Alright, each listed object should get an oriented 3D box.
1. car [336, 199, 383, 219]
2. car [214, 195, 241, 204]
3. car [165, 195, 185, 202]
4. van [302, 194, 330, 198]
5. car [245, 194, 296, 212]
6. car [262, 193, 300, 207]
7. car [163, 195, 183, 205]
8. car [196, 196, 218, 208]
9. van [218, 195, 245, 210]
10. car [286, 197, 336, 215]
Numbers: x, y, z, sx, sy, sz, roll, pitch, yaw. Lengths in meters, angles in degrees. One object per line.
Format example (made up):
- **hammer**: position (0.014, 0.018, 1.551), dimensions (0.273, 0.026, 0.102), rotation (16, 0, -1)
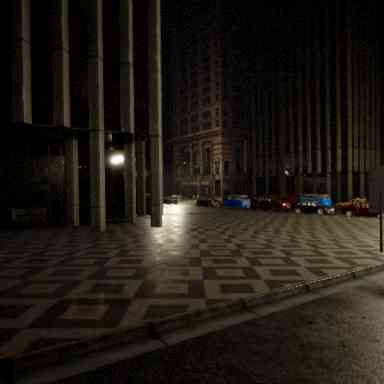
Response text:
- **car**: position (15.331, 1.567, 28.892), dimensions (1.887, 1.381, 4.507), rotation (-1, 1, -36)
- **car**: position (6.011, 1.297, 56.419), dimensions (1.752, 1.417, 4.829), rotation (-1, 1, -36)
- **car**: position (-3.576, 1.258, 69.731), dimensions (2.008, 1.369, 4.403), rotation (-1, 1, -36)
- **van**: position (15.795, 1.179, 42.830), dimensions (1.690, 1.788, 3.998), rotation (-1, 1, -36)
- **car**: position (8.868, 1.290, 37.855), dimensions (2.192, 1.841, 5.009), rotation (-1, 1, -36)
- **car**: position (12.566, 1.130, 47.313), dimensions (2.192, 1.841, 5.009), rotation (-1, 1, -36)
- **car**: position (-4.054, 1.439, 55.786), dimensions (2.008, 1.369, 4.403), rotation (-1, 1, -36)
- **car**: position (2.407, 1.372, 46.820), dimensions (1.967, 1.590, 4.097), rotation (-1, 1, -36)
- **van**: position (5.636, 1.294, 42.338), dimensions (1.690, 1.788, 3.998), rotation (-1, 1, -36)
- **car**: position (12.100, 1.549, 33.375), dimensions (2.008, 1.369, 4.403), rotation (-1, 1, -36)
